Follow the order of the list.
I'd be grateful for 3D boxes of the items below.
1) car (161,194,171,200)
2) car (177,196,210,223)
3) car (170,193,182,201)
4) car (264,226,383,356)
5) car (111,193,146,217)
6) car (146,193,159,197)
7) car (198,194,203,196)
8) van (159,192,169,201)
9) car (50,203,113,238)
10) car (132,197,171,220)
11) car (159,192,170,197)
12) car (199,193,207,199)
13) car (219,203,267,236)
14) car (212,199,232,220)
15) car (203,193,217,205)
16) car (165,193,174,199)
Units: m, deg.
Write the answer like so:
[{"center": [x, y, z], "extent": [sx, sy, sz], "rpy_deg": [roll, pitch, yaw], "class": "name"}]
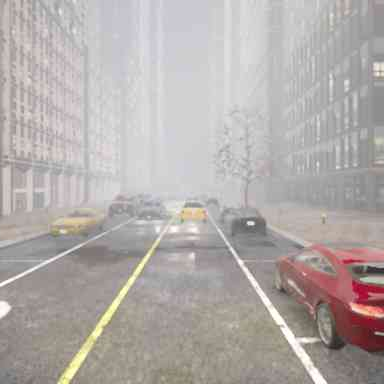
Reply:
[{"center": [-5.687, 1.045, 74.209], "extent": [1.947, 1.339, 4.313], "rpy_deg": [0, 0, 0], "class": "car"}, {"center": [0.097, 1.298, 24.025], "extent": [1.801, 1.575, 5.366], "rpy_deg": [0, 0, 0], "class": "car"}, {"center": [-2.999, 1.002, 68.001], "extent": [1.882, 1.535, 5.008], "rpy_deg": [0, 0, 0], "class": "car"}, {"center": [2.687, 1.543, 5.893], "extent": [1.802, 1.307, 4.206], "rpy_deg": [0, 0, 0], "class": "car"}, {"center": [-5.693, 1.126, 28.670], "extent": [2.192, 1.841, 5.009], "rpy_deg": [0, 0, 0], "class": "car"}, {"center": [-5.692, 1.046, 40.055], "extent": [2.192, 1.841, 5.009], "rpy_deg": [0, 0, 0], "class": "car"}, {"center": [0.055, 1.268, 41.422], "extent": [2.033, 1.411, 5.357], "rpy_deg": [0, 0, 1], "class": "car"}, {"center": [-5.688, 0.864, 68.514], "extent": [1.690, 1.788, 3.998], "rpy_deg": [0, 0, 0], "class": "van"}, {"center": [-5.692, 1.414, 17.119], "extent": [1.752, 1.417, 4.829], "rpy_deg": [0, 0, 0], "class": "car"}, {"center": [-3.099, 1.372, 26.523], "extent": [2.033, 1.411, 5.357], "rpy_deg": [0, 0, 0], "class": "car"}, {"center": [-5.689, 1.006, 62.824], "extent": [1.967, 1.590, 4.097], "rpy_deg": [0, 0, 0], "class": "car"}, {"center": [2.694, 0.933, 85.584], "extent": [1.887, 1.381, 4.507], "rpy_deg": [0, 0, 0], "class": "car"}, {"center": [2.688, 1.453, 17.275], "extent": [1.947, 1.339, 4.313], "rpy_deg": [0, 0, 0], "class": "car"}, {"center": [2.689, 1.400, 22.967], "extent": [2.008, 1.369, 4.403], "rpy_deg": [0, 0, 0], "class": "car"}, {"center": [2.691, 1.241, 45.736], "extent": [2.008, 1.369, 4.403], "rpy_deg": [0, 0, 0], "class": "car"}, {"center": [-5.686, 0.955, 85.593], "extent": [1.947, 1.339, 4.313], "rpy_deg": [0, 0, 0], "class": "car"}]
